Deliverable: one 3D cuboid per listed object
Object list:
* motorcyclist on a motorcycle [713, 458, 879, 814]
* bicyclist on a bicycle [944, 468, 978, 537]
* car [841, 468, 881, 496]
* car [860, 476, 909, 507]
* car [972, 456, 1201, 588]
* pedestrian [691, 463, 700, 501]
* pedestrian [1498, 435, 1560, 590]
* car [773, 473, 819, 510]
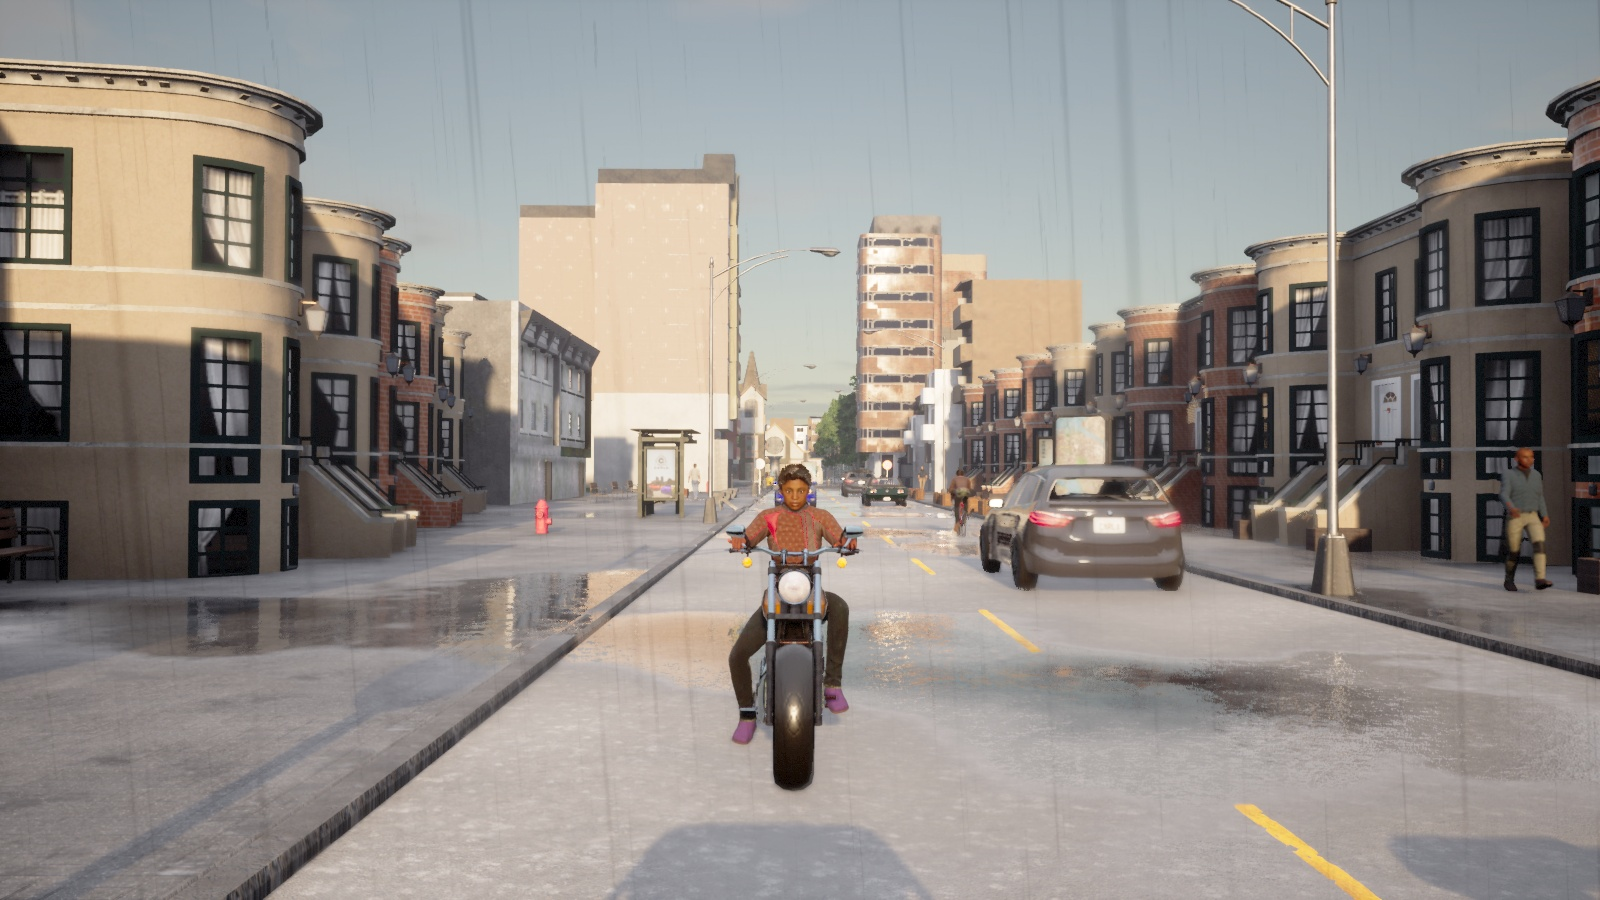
[{"bbox_3d":[-0.025,0.883,7.031,0.766,1.649,2.350,0,-1,0],"label":"motorcyclist on a motorcycle"},{"bbox_3d":[3.901,1.263,30.486,0.582,1.620,1.656,0,-1,0],"label":"bicyclist on a bicycle"},{"bbox_3d":[3.727,1.946,77.747,2.242,1.667,4.611,0,-1,0],"label":"car"},{"bbox_3d":[3.816,1.860,57.308,1.895,1.301,4.718,0,-1,0],"label":"car"},{"bbox_3d":[3.940,0.948,18.200,2.242,1.667,4.611,0,-1,0],"label":"car"},{"bbox_3d":[-5.104,1.571,61.278,0.354,1.836,0.706,0,-1,2],"label":"pedestrian"},{"bbox_3d":[8.845,0.745,15.259,0.370,1.835,0.726,0,-1,6],"label":"pedestrian"},{"bbox_3d":[-0.170,1.713,52.813,1.816,1.474,4.193,0,-1,0],"label":"car"}]
